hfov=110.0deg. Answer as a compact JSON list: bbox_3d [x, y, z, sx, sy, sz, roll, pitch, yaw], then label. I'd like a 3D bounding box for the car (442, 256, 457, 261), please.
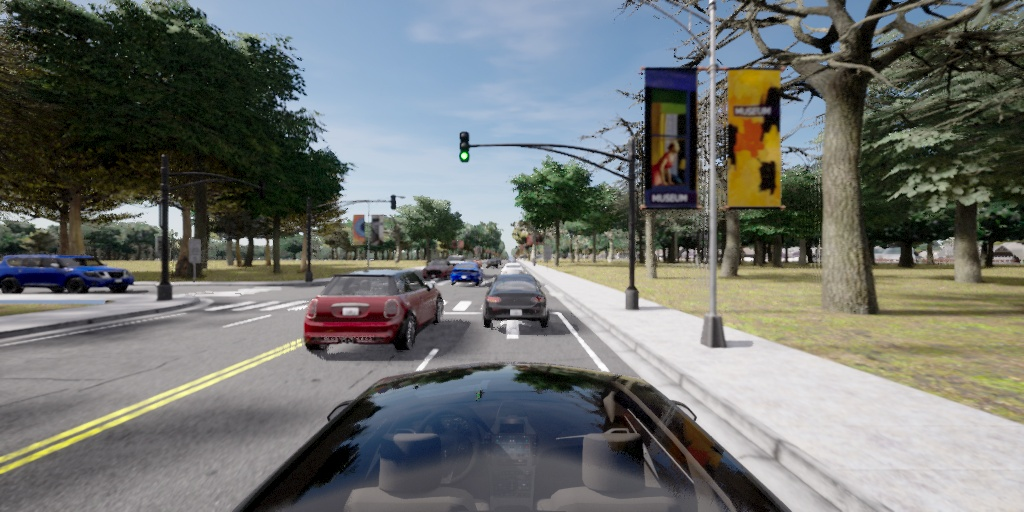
[{"bbox_3d":[-6.588,1.107,32.404,2.097,1.767,4.553,0,0,0],"label":"car"}]

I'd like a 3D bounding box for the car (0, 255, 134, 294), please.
[{"bbox_3d":[-23.366,0.950,18.800,5.566,2.045,2.150,0,0,0],"label":"car"}]

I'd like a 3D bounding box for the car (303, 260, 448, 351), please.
[{"bbox_3d":[-3.152,1.103,9.130,2.097,1.767,4.553,0,0,0],"label":"car"}]

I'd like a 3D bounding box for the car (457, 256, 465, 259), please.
[{"bbox_3d":[-6.583,0.981,41.960,2.150,2.045,5.566,0,0,0],"label":"car"}]

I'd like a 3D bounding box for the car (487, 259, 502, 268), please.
[{"bbox_3d":[-3.132,1.278,59.855,1.837,1.490,4.892,0,-1,0],"label":"car"}]

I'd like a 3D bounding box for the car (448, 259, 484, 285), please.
[{"bbox_3d":[-3.143,1.230,25.967,1.882,1.535,5.008,0,0,0],"label":"car"}]

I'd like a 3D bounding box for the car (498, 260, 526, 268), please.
[{"bbox_3d":[0.108,1.279,28.380,1.812,1.442,4.674,0,0,0],"label":"car"}]

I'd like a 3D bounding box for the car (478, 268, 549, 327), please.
[{"bbox_3d":[0.105,1.276,11.429,1.812,1.442,4.674,0,0,0],"label":"car"}]
